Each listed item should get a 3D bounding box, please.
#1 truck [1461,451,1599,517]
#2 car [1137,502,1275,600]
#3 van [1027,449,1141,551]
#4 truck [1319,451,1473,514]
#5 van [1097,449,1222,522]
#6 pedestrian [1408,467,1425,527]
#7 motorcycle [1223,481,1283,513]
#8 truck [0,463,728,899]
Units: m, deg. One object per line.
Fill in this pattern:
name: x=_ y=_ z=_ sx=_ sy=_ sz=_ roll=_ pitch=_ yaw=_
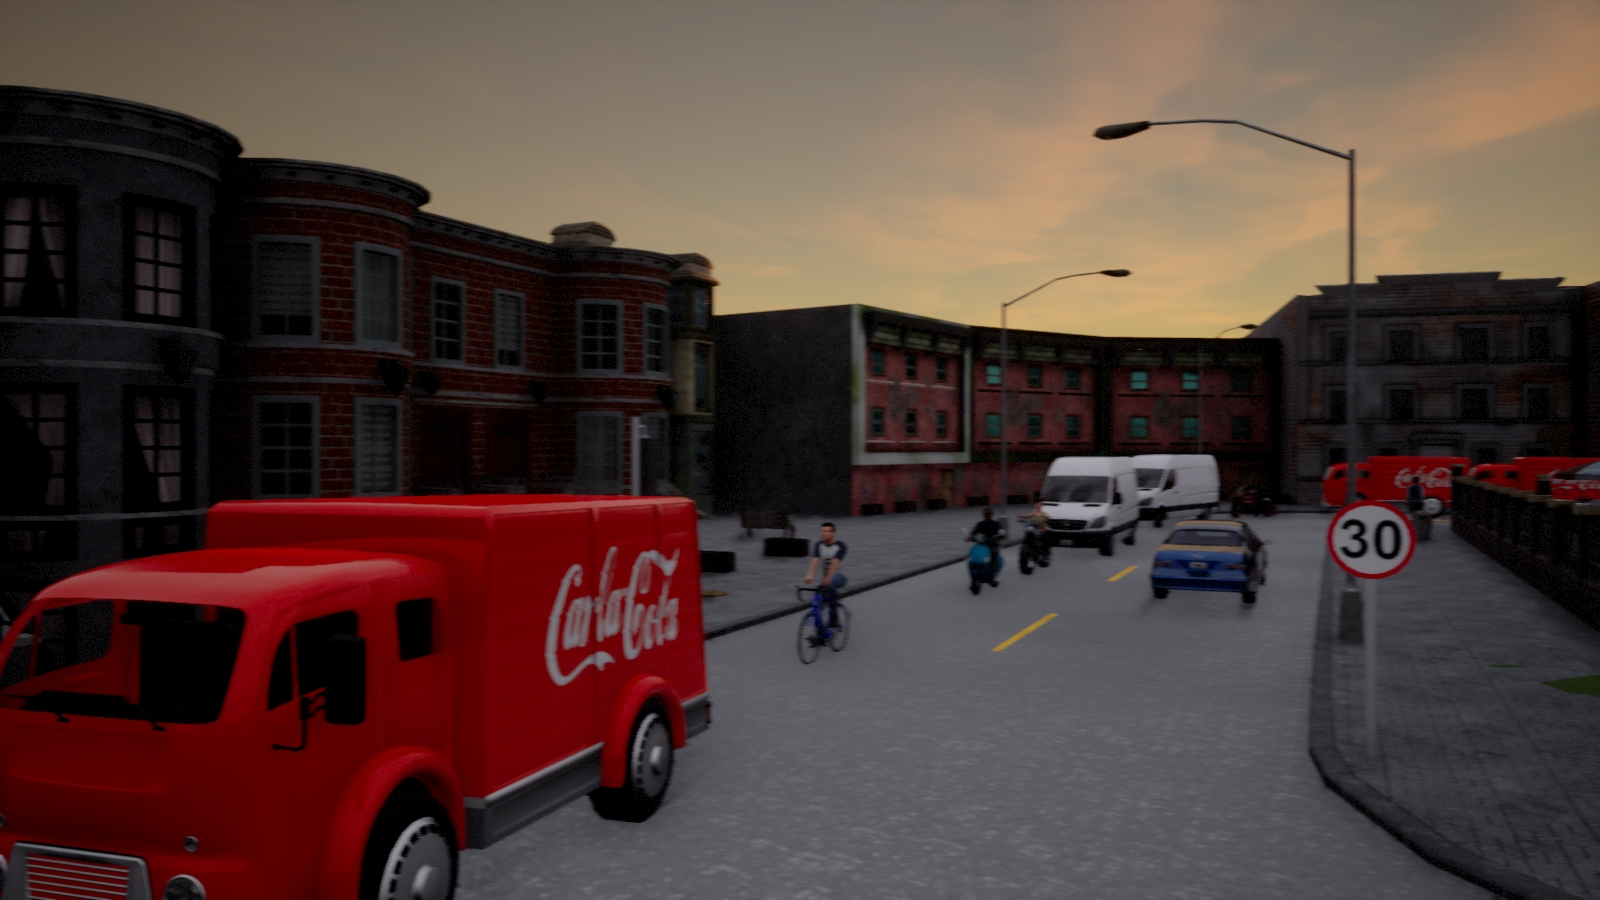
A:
truck: x=29.068 y=1.284 z=44.785 sx=5.204 sy=2.467 sz=2.627 roll=0 pitch=0 yaw=24
car: x=8.046 y=1.846 z=22.308 sx=2.033 sy=1.411 sz=5.357 roll=0 pitch=0 yaw=25
van: x=8.010 y=1.254 z=31.740 sx=1.988 sy=2.561 sz=5.915 roll=0 pitch=0 yaw=25
truck: x=24.240 y=1.275 z=46.747 sx=5.204 sy=2.467 sz=2.627 roll=0 pitch=0 yaw=18
van: x=13.481 y=1.238 z=42.602 sx=1.988 sy=2.561 sz=5.915 roll=0 pitch=0 yaw=44
pedestrian: x=19.369 y=1.468 z=35.884 sx=0.375 sy=1.860 sz=0.375 roll=0 pitch=0 yaw=41
motorcycle: x=18.418 y=1.907 z=46.422 sx=2.209 sy=1.251 sz=0.867 roll=0 pitch=0 yaw=-17
truck: x=-2.639 y=1.341 z=7.802 sx=2.627 sy=2.467 sz=5.204 roll=0 pitch=-1 yaw=17
